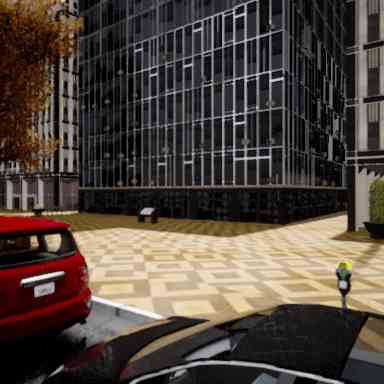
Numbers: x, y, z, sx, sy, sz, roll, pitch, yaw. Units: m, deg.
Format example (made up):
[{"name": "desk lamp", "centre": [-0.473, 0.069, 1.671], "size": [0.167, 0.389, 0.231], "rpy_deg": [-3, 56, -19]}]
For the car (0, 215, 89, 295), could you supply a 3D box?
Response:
[{"name": "car", "centre": [-3.805, 1.312, 5.575], "size": [5.009, 1.841, 2.192], "rpy_deg": [0, 0, 35]}]

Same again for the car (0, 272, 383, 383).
[{"name": "car", "centre": [0.699, 1.566, 2.378], "size": [4.313, 1.339, 1.947], "rpy_deg": [0, 0, 35]}]
